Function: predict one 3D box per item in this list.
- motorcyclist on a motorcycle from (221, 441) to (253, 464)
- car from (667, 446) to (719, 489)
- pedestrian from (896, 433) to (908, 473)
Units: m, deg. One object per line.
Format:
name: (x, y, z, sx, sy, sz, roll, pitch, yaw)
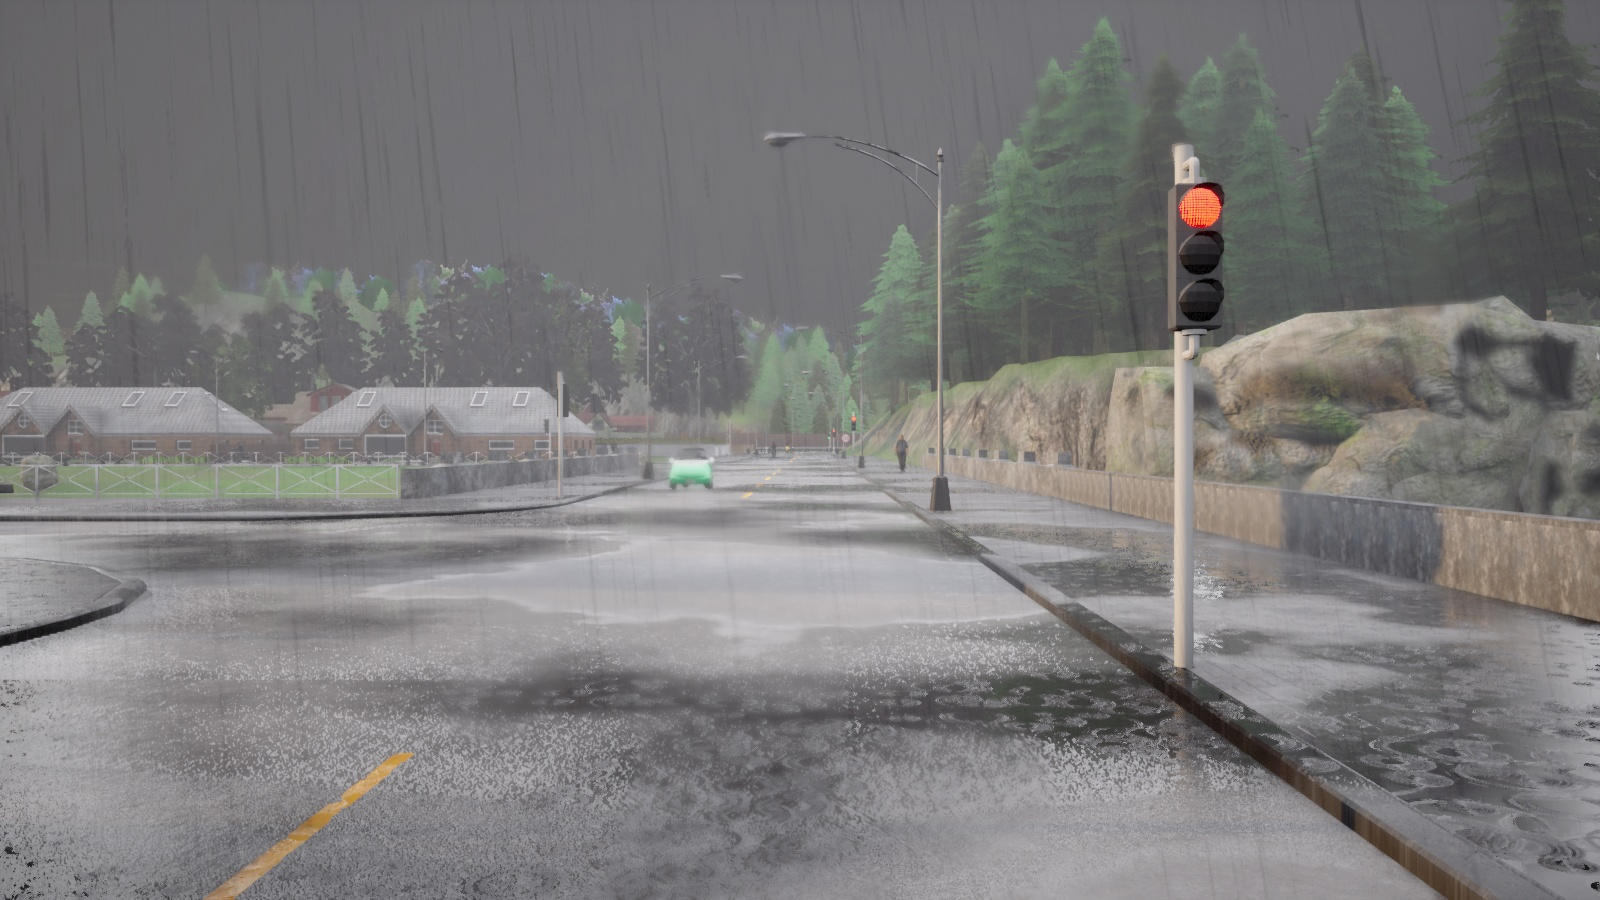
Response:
motorcyclist on a motorcycle: (-39.373, 0.172, 87.873, 1.817, 1.590, 0.866, 0, 0, 1)
car: (-3.493, 0.567, 41.129, 1.481, 1.376, 2.207, 0, 0, 1)
pedestrian: (4.787, 0.128, 58.855, 0.540, 1.848, 0.694, 0, 0, 2)
